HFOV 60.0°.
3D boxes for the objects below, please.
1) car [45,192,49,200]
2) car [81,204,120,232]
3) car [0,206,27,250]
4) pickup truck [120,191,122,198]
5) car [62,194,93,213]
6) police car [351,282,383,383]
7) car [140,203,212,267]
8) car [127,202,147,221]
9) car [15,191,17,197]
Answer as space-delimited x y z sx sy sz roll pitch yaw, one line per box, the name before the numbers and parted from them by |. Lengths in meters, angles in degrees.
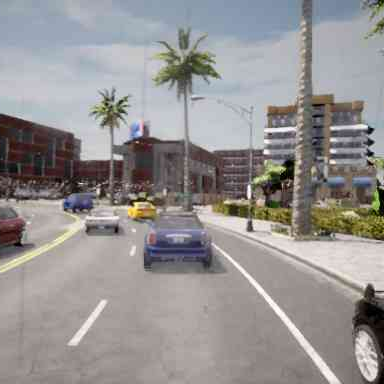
car | -35.903 1.366 85.261 4.193 1.474 1.816 1 0 18
car | -5.436 1.658 20.486 1.895 1.301 4.718 1 0 -12
car | -7.652 1.290 11.745 2.097 1.767 4.553 1 0 -6
pickup truck | -12.234 1.402 68.790 2.390 2.098 6.274 1 0 18
car | -12.954 1.264 37.642 2.150 2.045 5.566 2 -1 -35
police car | 2.999 1.507 2.522 1.930 1.638 5.238 1 0 1
car | -0.570 1.439 11.857 2.097 1.767 4.553 1 0 -5
car | -4.421 1.623 28.828 1.882 1.535 5.008 2 0 -20
car | -38.266 1.106 78.042 4.553 1.767 2.185 1 0 18
